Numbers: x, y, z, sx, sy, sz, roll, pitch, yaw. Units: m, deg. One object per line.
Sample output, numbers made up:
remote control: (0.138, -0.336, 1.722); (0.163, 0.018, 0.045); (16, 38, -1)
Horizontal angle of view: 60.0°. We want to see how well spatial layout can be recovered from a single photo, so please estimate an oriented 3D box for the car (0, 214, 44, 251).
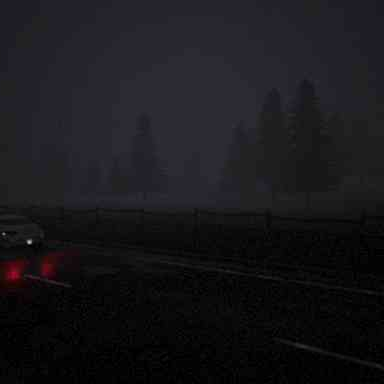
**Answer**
car: (-8.005, 1.660, 13.878); (4.674, 1.442, 1.812); (0, 0, 36)
